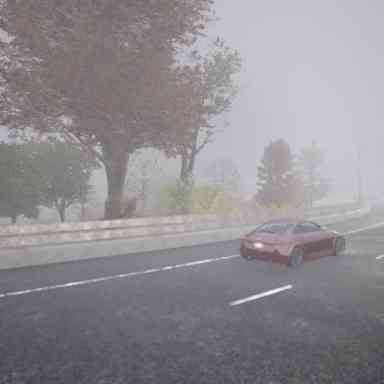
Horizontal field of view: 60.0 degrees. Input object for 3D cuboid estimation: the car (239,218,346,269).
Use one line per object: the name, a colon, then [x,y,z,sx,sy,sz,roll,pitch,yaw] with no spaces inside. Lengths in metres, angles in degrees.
car: [3.534,1.591,11.431,4.181,1.385,1.994,0,0,-41]

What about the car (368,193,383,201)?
car: [43.192,1.510,79.969,1.994,1.385,4.181,0,0,4]

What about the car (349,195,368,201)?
car: [39.715,1.443,80.366,1.882,1.535,5.008,0,0,4]
